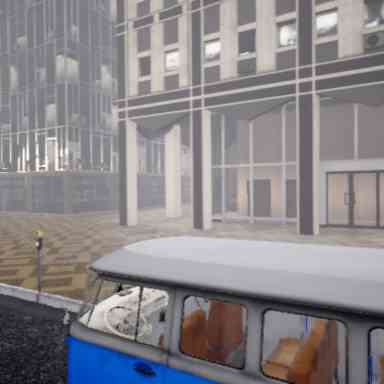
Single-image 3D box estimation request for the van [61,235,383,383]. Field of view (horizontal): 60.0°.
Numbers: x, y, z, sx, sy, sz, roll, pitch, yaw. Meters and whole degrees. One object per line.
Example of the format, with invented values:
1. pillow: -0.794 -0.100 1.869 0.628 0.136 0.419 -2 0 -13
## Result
1. van: 0.852 1.294 2.362 3.998 1.788 1.690 -1 1 30
